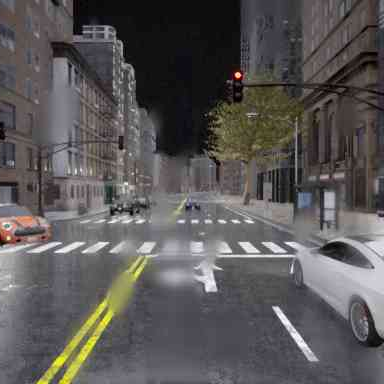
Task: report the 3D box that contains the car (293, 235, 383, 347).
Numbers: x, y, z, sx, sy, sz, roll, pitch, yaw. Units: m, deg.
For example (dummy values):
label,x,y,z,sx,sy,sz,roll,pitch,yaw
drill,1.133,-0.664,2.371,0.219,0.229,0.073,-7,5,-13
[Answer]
label,x,y,z,sx,sy,sz,roll,pitch,yaw
car,3.346,1.524,6.171,1.812,1.442,4.674,0,0,0

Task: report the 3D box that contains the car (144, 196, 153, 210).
label,x,y,z,sx,sy,sz,roll,pitch,yaw
car,-6.622,1.436,43.395,1.882,1.535,5.008,0,0,0

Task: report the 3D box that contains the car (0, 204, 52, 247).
label,x,y,z,sx,sy,sz,roll,pitch,yaw
car,-8.290,1.344,15.076,4.553,1.767,2.097,0,1,40

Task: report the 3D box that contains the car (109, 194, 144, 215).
label,x,y,z,sx,sy,sz,roll,pitch,yaw
car,-6.589,1.197,33.284,2.150,2.045,5.566,0,0,1

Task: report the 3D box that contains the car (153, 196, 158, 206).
label,x,y,z,sx,sy,sz,roll,pitch,yaw
car,-6.619,1.420,53.713,2.128,1.511,4.902,0,0,0

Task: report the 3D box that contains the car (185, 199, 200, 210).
label,x,y,z,sx,sy,sz,roll,pitch,yaw
car,0.088,1.561,42.845,1.895,1.301,4.718,0,0,0
